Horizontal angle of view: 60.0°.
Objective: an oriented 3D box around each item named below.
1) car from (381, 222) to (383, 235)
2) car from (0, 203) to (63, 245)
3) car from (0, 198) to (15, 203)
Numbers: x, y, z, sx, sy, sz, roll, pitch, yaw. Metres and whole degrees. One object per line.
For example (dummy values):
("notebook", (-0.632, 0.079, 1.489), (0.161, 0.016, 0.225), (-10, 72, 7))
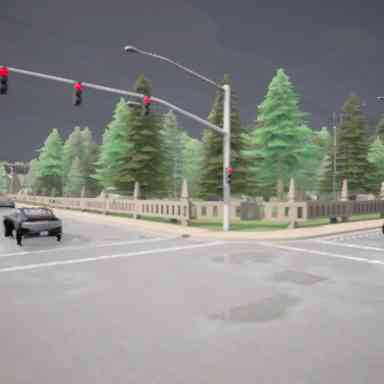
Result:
("car", (11.406, 1.537, 16.894), (4.181, 1.385, 1.994), (0, 0, -38))
("car", (-7.475, 1.460, 15.451), (2.128, 1.511, 4.902), (0, 0, -37))
("car", (-24.049, 1.477, 42.678), (1.994, 1.385, 4.181), (0, 0, -38))
